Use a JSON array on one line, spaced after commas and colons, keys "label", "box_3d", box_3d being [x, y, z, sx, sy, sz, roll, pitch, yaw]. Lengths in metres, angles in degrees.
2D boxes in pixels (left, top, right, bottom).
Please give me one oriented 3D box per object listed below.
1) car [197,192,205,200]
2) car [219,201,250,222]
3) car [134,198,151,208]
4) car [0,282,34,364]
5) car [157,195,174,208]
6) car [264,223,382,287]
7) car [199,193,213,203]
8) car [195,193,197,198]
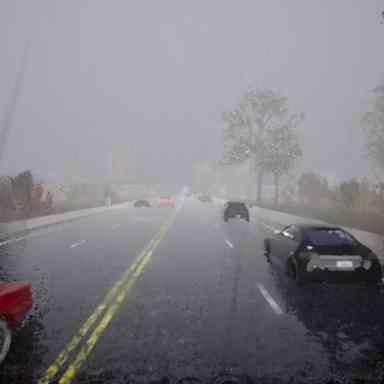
[{"label": "car", "box_3d": [2.692, 1.233, 74.334, 2.033, 1.649, 4.856, 0, 0, -1]}, {"label": "car", "box_3d": [3.278, 1.451, 26.018, 1.837, 1.490, 4.892, 0, 0, 0]}, {"label": "car", "box_3d": [-6.796, 1.458, 46.053, 1.994, 1.385, 4.181, 0, 0, 0]}, {"label": "car", "box_3d": [-3.352, 1.596, 2.858, 1.895, 1.301, 4.718, 0, 0, 0]}, {"label": "car", "box_3d": [-3.542, 1.246, 45.396, 2.097, 1.767, 4.553, 0, 0, 0]}, {"label": "car", "box_3d": [3.339, 1.547, 9.290, 1.994, 1.385, 4.181, 0, 0, 0]}, {"label": "car", "box_3d": [2.844, 1.365, 63.324, 1.812, 1.442, 4.674, 0, 0, -1]}, {"label": "car", "box_3d": [2.515, 0.981, 85.372, 2.150, 2.045, 5.566, 0, 0, -1]}]
